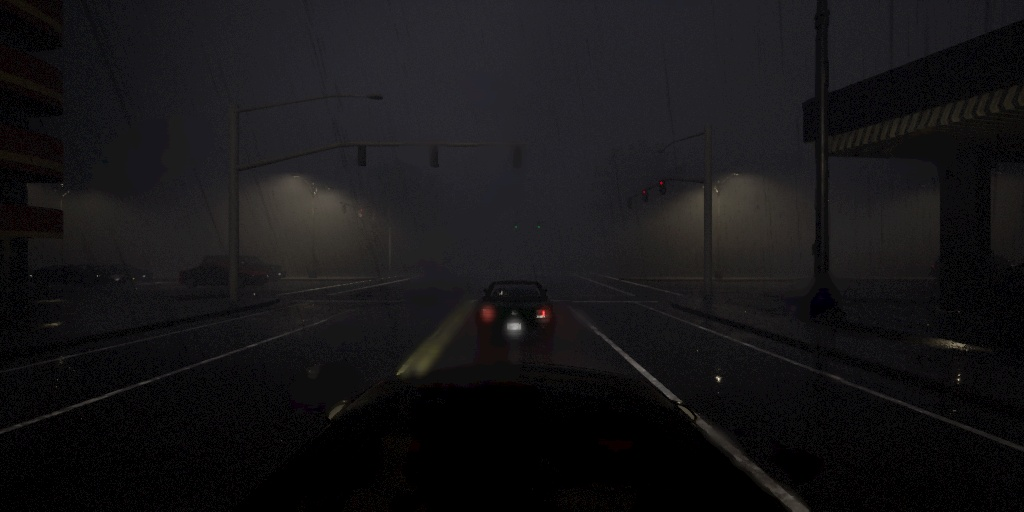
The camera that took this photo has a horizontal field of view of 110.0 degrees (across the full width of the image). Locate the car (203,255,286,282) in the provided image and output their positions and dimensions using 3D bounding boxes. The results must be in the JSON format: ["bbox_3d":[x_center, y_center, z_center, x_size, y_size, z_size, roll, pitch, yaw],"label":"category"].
[{"bbox_3d":[-19.884,0.979,26.468,5.566,2.045,2.150,0,0,1],"label":"car"}]

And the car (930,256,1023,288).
[{"bbox_3d":[33.374,0.978,25.502,5.566,2.045,2.150,0,0,1],"label":"car"}]

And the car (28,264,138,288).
[{"bbox_3d":[-27.827,1.248,23.096,4.902,1.511,2.128,0,0,1],"label":"car"}]

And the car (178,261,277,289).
[{"bbox_3d":[-18.324,1.234,22.920,5.008,1.535,1.882,0,0,1],"label":"car"}]

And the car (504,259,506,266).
[{"bbox_3d":[-2.584,1.247,63.679,1.882,1.535,5.008,0,0,1],"label":"car"}]

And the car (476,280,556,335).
[{"bbox_3d":[0.101,1.354,10.477,1.895,1.301,4.718,0,0,0],"label":"car"}]

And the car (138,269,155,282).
[{"bbox_3d":[-29.302,1.322,26.621,4.181,1.385,1.994,0,0,0],"label":"car"}]

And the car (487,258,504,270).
[{"bbox_3d":[-2.711,1.314,53.866,2.033,1.411,5.357,0,0,1],"label":"car"}]

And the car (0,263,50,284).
[{"bbox_3d":[-37.984,1.284,26.790,4.674,1.442,1.812,0,0,1],"label":"car"}]
